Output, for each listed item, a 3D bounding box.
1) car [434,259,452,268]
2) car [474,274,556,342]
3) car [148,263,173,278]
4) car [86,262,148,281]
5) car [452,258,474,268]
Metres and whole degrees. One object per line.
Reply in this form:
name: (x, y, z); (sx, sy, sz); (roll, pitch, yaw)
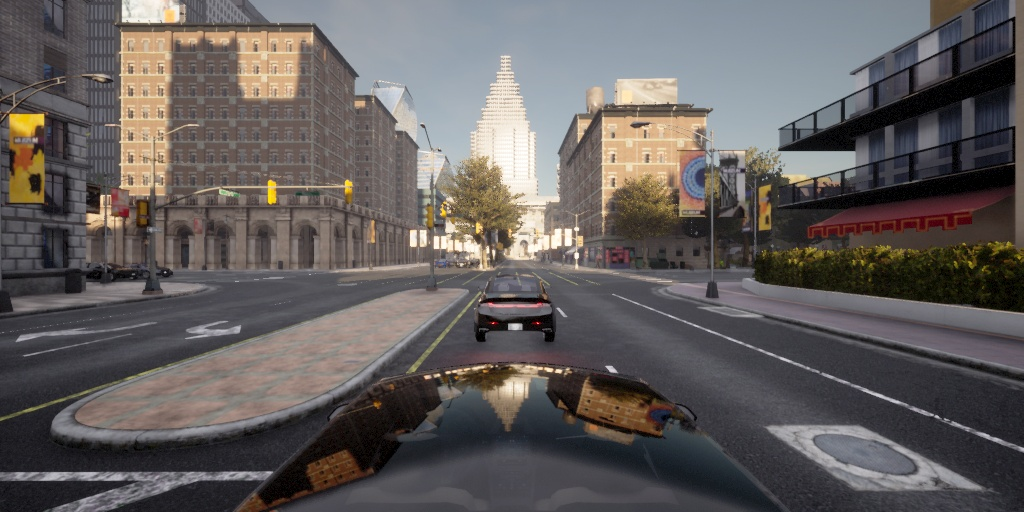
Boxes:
car: (-11.549, 1.227, 60.008); (1.882, 1.535, 5.008); (0, 0, 0)
car: (0.080, 1.242, 9.776); (2.128, 1.511, 4.902); (0, 0, 0)
car: (-33.633, 1.314, 32.693); (4.181, 1.385, 1.994); (0, 0, -1)
car: (-33.345, 1.228, 29.200); (5.008, 1.535, 1.882); (0, 0, 0)
car: (-8.052, 1.241, 59.593); (2.128, 1.511, 4.902); (0, 0, 0)
